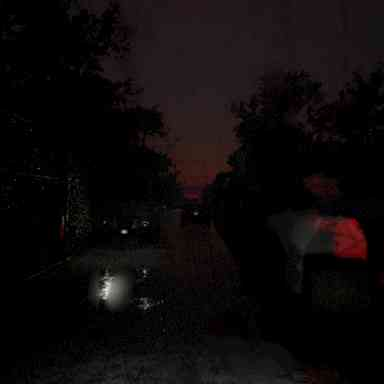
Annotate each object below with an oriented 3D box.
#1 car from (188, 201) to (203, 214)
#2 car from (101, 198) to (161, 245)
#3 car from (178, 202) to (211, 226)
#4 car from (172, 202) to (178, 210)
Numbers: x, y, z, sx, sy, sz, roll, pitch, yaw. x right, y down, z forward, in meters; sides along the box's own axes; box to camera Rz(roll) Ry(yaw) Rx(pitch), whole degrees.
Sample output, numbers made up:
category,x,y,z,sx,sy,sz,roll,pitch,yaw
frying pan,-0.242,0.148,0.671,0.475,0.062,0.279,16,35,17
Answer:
category,x,y,z,sx,sy,sz,roll,pitch,yaw
car,0.456,1.997,42.970,1.882,1.535,5.008,0,-1,1
car,-2.784,1.306,16.402,2.150,2.045,5.566,0,-1,0
car,0.280,1.537,24.889,2.097,1.767,4.553,0,-1,1
car,-2.265,2.463,57.359,1.994,1.385,4.181,0,-2,1
